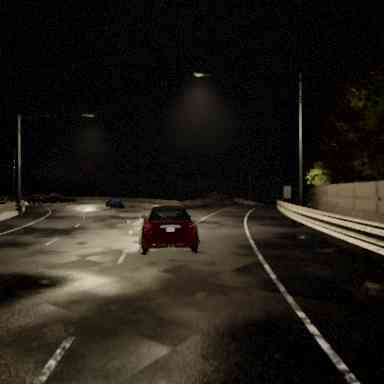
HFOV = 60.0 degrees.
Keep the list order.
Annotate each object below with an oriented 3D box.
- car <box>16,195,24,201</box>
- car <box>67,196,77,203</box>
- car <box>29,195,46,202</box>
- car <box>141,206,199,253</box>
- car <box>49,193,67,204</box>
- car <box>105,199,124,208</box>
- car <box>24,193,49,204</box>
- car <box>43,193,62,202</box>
[{"bbox_3d":[-37.875,1.531,74.371,4.892,1.490,1.837,0,0,43],"label":"car"},{"bbox_3d":[-26.717,1.651,72.465,1.837,1.490,4.892,0,0,-42],"label":"car"},{"bbox_3d":[-35.977,1.516,77.416,5.008,1.535,1.882,0,0,43],"label":"car"},{"bbox_3d":[-1.046,1.360,13.925,2.097,1.767,4.553,0,0,-8],"label":"car"},{"bbox_3d":[-28.764,1.391,69.482,2.150,2.045,5.566,0,0,-42],"label":"car"},{"bbox_3d":[-11.244,1.637,48.243,1.994,1.385,4.181,0,0,-25],"label":"car"},{"bbox_3d":[-31.326,1.394,67.079,2.150,2.045,5.566,0,0,-42],"label":"car"},{"bbox_3d":[-33.510,1.251,79.896,5.566,2.045,2.150,0,0,43],"label":"car"}]
